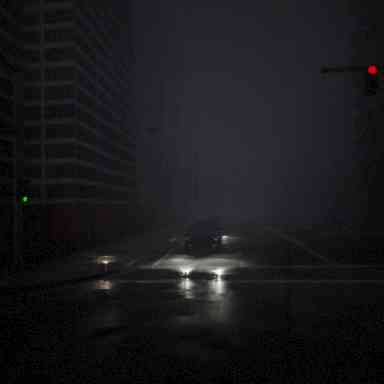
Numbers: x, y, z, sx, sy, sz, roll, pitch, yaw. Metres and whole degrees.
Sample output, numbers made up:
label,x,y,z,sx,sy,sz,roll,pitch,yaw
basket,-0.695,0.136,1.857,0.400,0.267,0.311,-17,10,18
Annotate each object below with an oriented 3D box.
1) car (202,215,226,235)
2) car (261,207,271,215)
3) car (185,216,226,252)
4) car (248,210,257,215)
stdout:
label,x,y,z,sx,sy,sz,roll,pitch,yaw
car,2.078,2.893,30.012,1.882,1.535,5.008,-2,-3,7
car,19.327,4.836,87.075,2.150,2.045,5.566,-2,-3,7
car,0.780,2.393,18.939,1.882,1.535,5.008,-2,-3,7
car,15.862,5.325,87.455,1.895,1.301,4.718,-2,-3,7
